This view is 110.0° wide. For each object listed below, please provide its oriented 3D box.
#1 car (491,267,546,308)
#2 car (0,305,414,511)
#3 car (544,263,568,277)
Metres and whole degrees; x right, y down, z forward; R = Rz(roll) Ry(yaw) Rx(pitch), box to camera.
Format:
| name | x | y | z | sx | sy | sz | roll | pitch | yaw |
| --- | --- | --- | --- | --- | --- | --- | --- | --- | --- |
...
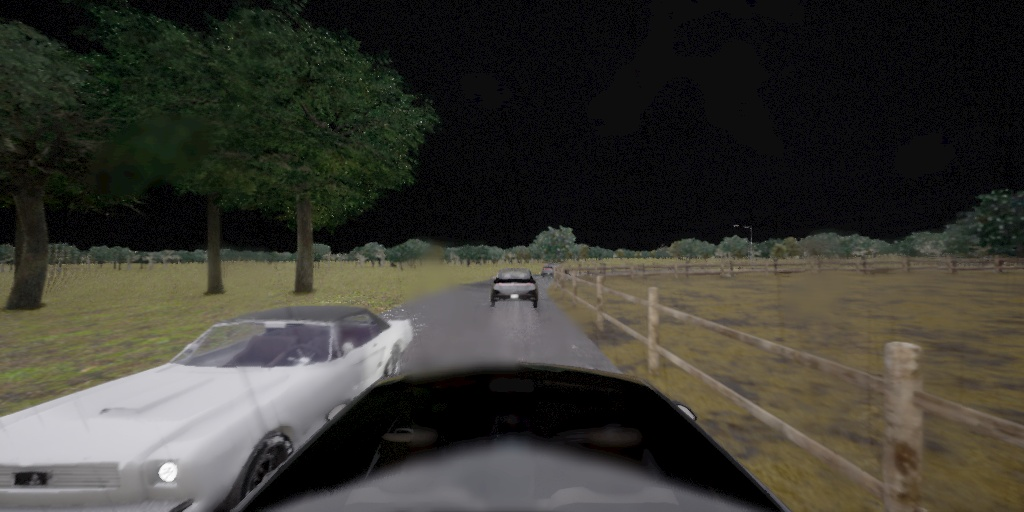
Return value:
| name | x | y | z | sx | sy | sz | roll | pitch | yaw |
| --- | --- | --- | --- | --- | --- | --- | --- | --- | --- |
| car | 0.140 | 1.281 | 15.470 | 2.128 | 1.511 | 4.902 | 0 | 0 | 1 |
| car | -2.717 | 1.348 | 4.241 | 1.895 | 1.301 | 4.718 | 0 | 0 | 0 |
| car | 4.431 | 1.453 | 36.016 | 2.128 | 1.511 | 4.902 | 0 | -1 | 24 |
